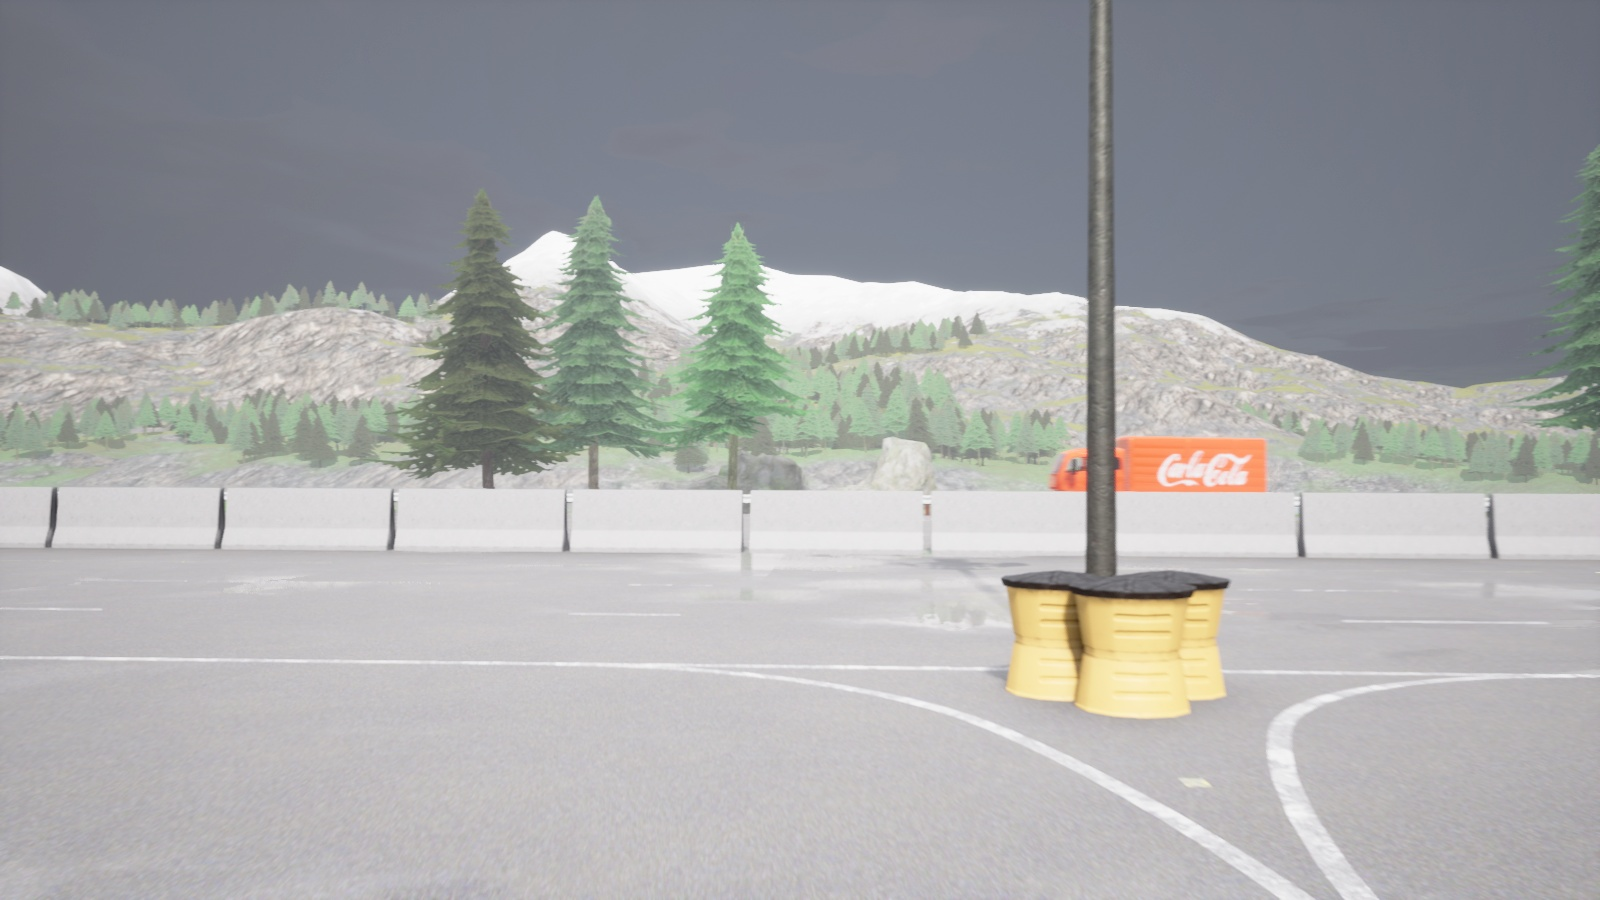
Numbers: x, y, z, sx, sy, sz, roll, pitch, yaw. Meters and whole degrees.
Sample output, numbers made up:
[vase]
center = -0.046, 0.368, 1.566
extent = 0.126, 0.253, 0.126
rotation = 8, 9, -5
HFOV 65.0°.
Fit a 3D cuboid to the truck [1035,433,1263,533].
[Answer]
[truck]
center = 8.882, 0.831, 32.437
extent = 5.204, 2.467, 2.627
rotation = 0, -1, 3
